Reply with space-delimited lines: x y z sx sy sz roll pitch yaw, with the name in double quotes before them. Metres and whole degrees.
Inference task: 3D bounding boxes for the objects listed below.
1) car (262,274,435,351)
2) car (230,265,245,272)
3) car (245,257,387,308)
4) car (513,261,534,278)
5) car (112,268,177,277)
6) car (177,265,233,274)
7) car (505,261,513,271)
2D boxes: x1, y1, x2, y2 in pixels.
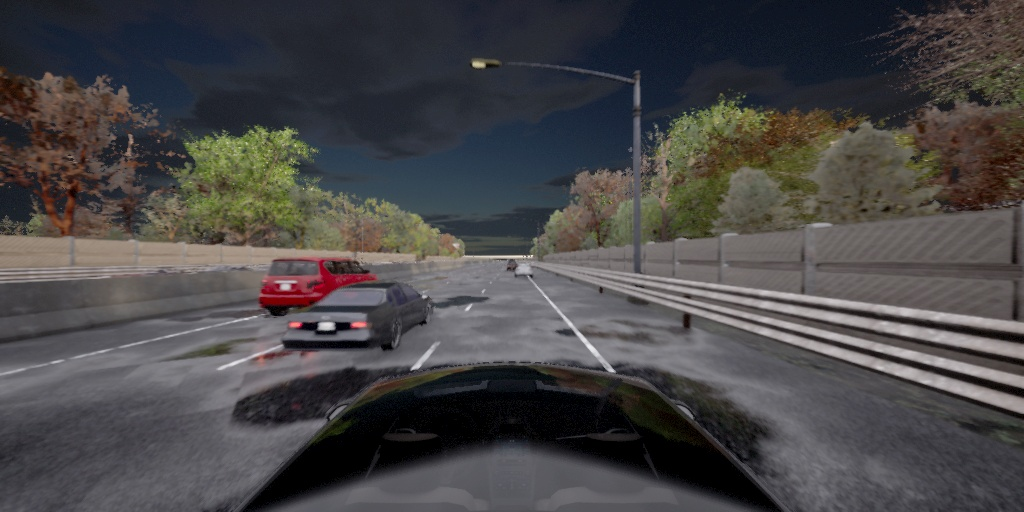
"car" -3.396 1.348 9.076 2.033 1.411 5.357 0 0 0
"car" -17.574 1.482 25.915 1.994 1.385 4.181 0 0 0
"car" -6.897 1.053 13.607 2.150 2.045 5.566 0 0 0
"car" 1.245 1.541 38.353 1.812 1.442 4.674 0 0 0
"car" -24.577 1.512 24.885 1.895 1.301 4.718 0 0 0
"car" -21.073 1.413 26.325 2.128 1.511 4.902 0 0 0
"car" 0.032 1.688 57.961 1.837 1.490 4.892 0 0 0
